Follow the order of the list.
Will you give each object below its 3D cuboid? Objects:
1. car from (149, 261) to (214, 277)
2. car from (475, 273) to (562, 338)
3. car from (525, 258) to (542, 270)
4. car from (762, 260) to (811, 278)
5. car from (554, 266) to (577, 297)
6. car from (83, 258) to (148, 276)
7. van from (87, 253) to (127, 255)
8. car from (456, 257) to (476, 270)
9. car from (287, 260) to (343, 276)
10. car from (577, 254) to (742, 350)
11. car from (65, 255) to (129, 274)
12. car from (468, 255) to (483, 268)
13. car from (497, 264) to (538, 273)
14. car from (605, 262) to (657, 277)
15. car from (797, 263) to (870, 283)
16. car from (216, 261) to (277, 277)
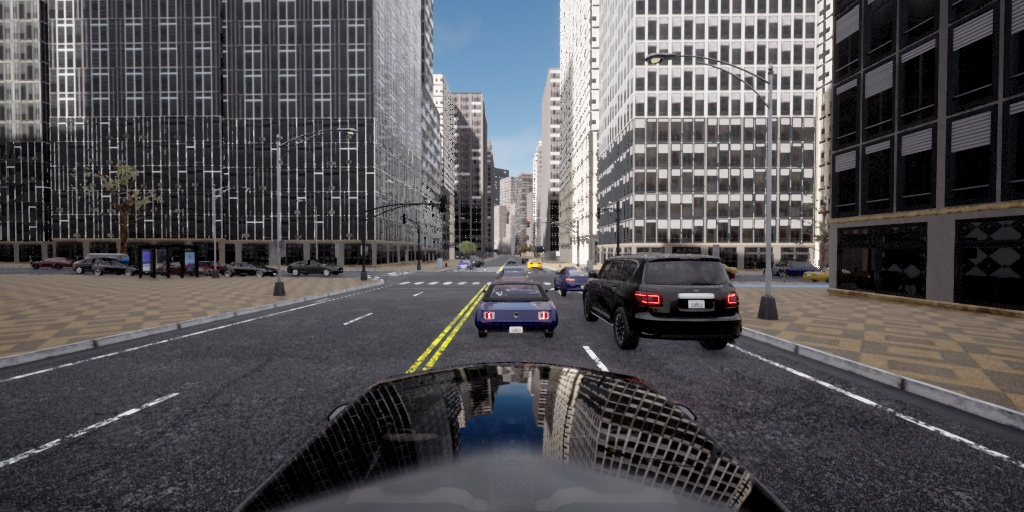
[{"bbox_3d":[-28.446,1.138,31.270,4.207,1.307,1.802,0,0,1],"label":"car"},{"bbox_3d":[0.093,1.347,10.166,1.895,1.301,4.718,0,0,0],"label":"car"},{"bbox_3d":[3.227,1.193,51.053,1.882,1.535,5.008,0,0,0],"label":"car"},{"bbox_3d":[28.007,1.316,36.236,4.553,1.767,2.097,0,1,1],"label":"car"},{"bbox_3d":[3.332,1.267,18.896,1.812,1.442,4.674,0,0,0],"label":"car"},{"bbox_3d":[-34.127,1.069,31.437,4.313,1.339,1.948,0,0,1],"label":"car"},{"bbox_3d":[-45.328,0.605,40.086,3.998,1.789,1.690,0,0,1],"label":"van"},{"bbox_3d":[-6.641,1.241,51.190,1.812,1.442,4.674,0,0,-2],"label":"car"},{"bbox_3d":[-18.471,1.108,33.765,4.892,1.490,1.837,1,1,1],"label":"car"},{"bbox_3d":[3.343,0.968,9.204,2.150,2.045,5.566,0,0,0],"label":"car"},{"bbox_3d":[-38.791,0.923,34.166,4.892,1.490,1.837,1,1,1],"label":"car"},{"bbox_3d":[-6.635,0.925,61.153,2.150,2.045,5.566,0,0,0],"label":"car"},{"bbox_3d":[0.084,1.305,18.903,1.994,1.385,4.181,0,0,0],"label":"car"},{"bbox_3d":[12.073,1.348,36.634,4.674,1.442,1.812,1,1,3],"label":"car"},{"bbox_3d":[27.612,1.579,30.471,4.829,1.417,1.751,0,0,1],"label":"car"},{"bbox_3d":[-22.762,1.174,31.143,4.313,1.339,1.948,0,0,1],"label":"car"}]
